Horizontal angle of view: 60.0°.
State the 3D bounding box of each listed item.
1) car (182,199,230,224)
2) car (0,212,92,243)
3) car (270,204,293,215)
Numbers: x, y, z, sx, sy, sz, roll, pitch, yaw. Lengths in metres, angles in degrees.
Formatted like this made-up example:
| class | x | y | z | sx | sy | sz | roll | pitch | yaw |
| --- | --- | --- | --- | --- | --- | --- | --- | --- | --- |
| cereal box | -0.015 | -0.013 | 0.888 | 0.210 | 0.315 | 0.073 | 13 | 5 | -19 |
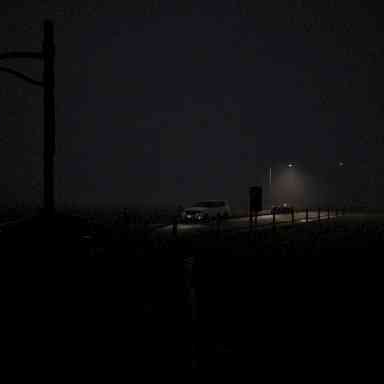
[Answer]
| class | x | y | z | sx | sy | sz | roll | pitch | yaw |
| --- | --- | --- | --- | --- | --- | --- | --- | --- | --- |
| car | 1.400 | 1.742 | 30.626 | 2.150 | 2.045 | 5.566 | 0 | 0 | 37 |
| car | -7.997 | 1.772 | 17.766 | 2.033 | 1.411 | 5.357 | 0 | -1 | 36 |
| car | 12.321 | 2.382 | 45.536 | 2.128 | 1.511 | 4.902 | 0 | -1 | 36 |
